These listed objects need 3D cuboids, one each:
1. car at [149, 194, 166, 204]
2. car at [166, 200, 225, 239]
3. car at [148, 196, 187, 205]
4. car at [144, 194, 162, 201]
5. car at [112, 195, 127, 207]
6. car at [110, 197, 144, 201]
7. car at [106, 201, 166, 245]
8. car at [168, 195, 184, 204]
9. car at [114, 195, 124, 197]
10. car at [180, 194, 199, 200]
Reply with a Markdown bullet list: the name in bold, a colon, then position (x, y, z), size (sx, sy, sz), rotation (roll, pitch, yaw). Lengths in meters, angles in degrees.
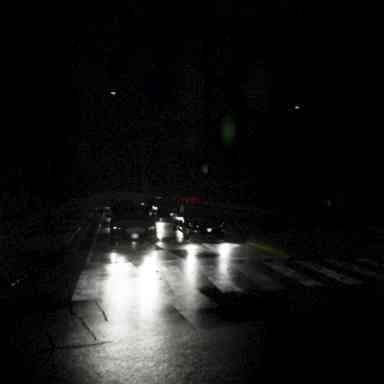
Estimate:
- **car**: position (-5.885, 1.137, 56.390), size (2.128, 1.511, 4.902), rotation (1, 0, -13)
- **car**: position (0.177, 1.388, 16.710), size (1.837, 1.490, 4.892), rotation (1, 0, -14)
- **car**: position (-2.025, 1.327, 25.922), size (1.837, 1.490, 4.892), rotation (1, 0, -14)
- **car**: position (-4.448, 1.300, 36.051), size (2.033, 1.411, 5.357), rotation (1, 0, -14)
- **car**: position (-9.722, 1.155, 44.313), size (1.837, 1.490, 4.892), rotation (1, 0, -13)
- **car**: position (-4.945, 1.339, 24.160), size (2.033, 1.411, 5.357), rotation (1, 0, -13)
- **car**: position (-2.674, 1.345, 14.682), size (2.128, 1.511, 4.902), rotation (1, 0, -13)
- **car**: position (-2.733, 1.284, 57.177), size (1.895, 1.301, 4.718), rotation (1, 0, -13)
- **car**: position (-7.345, 1.249, 34.207), size (1.812, 1.442, 4.674), rotation (1, 0, -13)
- **car**: position (-0.390, 1.108, 47.577), size (2.097, 1.767, 4.553), rotation (1, 0, -13)
